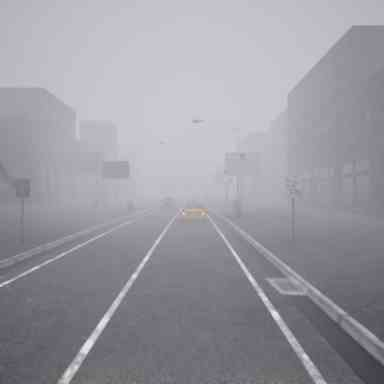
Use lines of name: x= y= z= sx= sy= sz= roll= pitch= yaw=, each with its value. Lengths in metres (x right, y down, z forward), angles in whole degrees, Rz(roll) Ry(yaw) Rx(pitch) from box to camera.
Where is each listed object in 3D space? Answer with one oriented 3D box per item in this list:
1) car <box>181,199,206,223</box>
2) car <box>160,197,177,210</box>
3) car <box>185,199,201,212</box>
car: x=0.105 y=1.388 z=24.645 sx=1.801 sy=1.575 sz=5.366 roll=0 pitch=0 yaw=0
car: x=-3.078 y=1.485 z=44.402 sx=2.097 sy=1.767 sz=4.553 roll=0 pitch=-1 yaw=0
car: x=0.107 y=1.605 z=41.154 sx=1.837 sy=1.490 sz=4.892 roll=0 pitch=0 yaw=0
